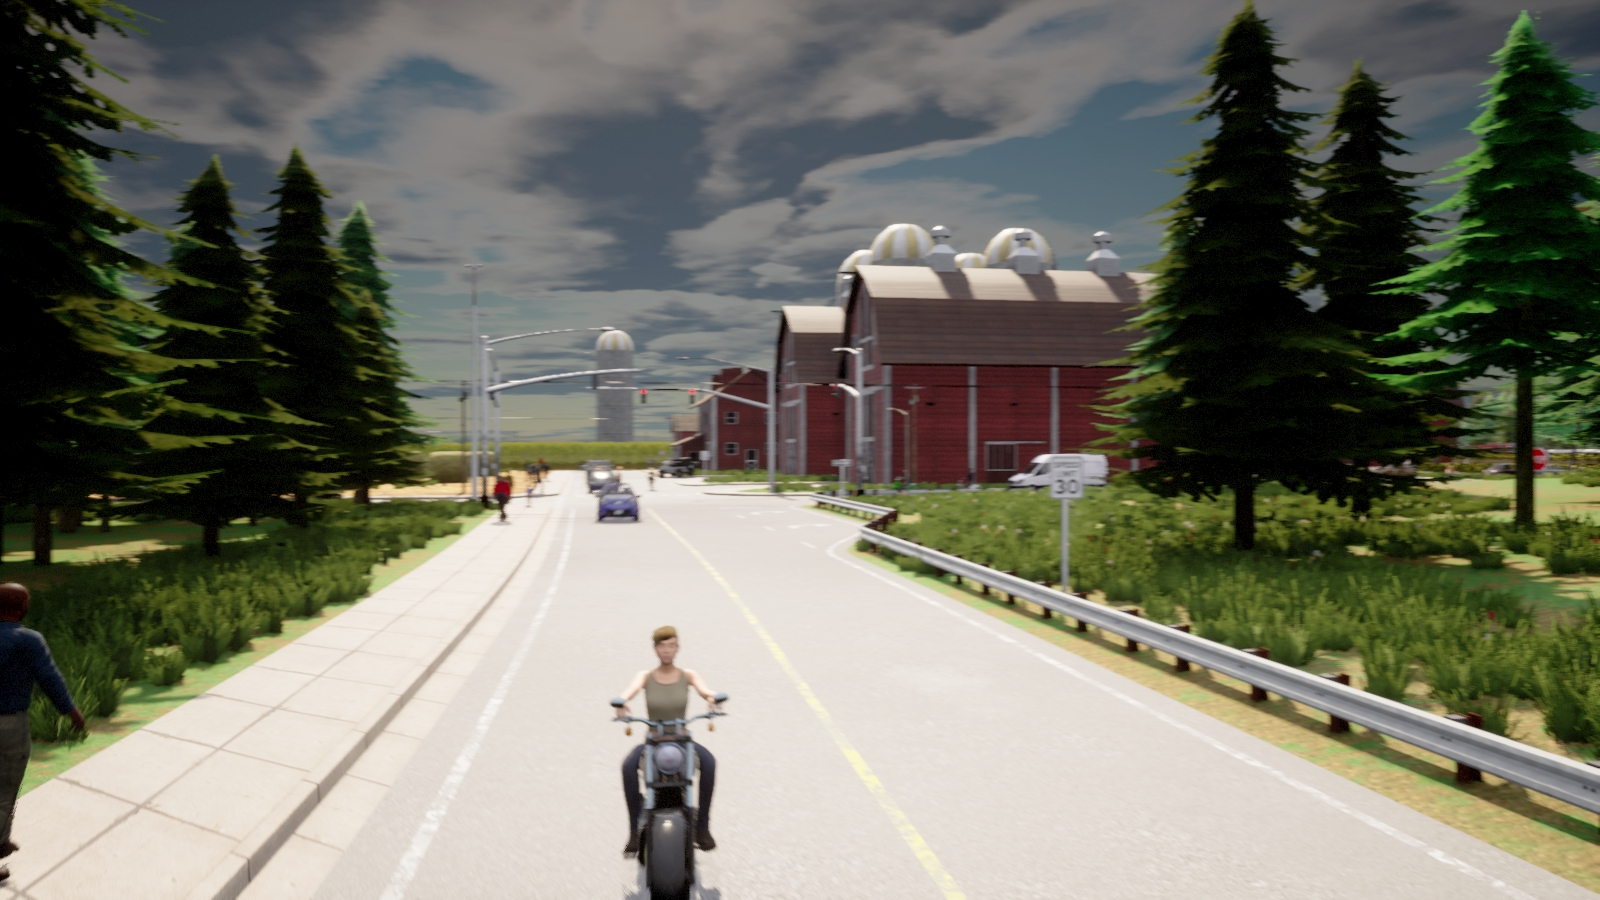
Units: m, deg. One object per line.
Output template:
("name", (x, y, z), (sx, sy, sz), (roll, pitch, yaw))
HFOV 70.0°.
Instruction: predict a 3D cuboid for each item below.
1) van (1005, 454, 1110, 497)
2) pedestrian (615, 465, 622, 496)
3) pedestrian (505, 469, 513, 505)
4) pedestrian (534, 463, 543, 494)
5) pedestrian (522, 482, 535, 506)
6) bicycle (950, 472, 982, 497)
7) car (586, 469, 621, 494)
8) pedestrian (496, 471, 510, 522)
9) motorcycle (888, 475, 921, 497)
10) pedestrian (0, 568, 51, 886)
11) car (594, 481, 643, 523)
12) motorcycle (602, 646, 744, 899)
("van", (15.601, 1.510, 69.428), (5.915, 2.561, 1.988), (0, 0, -10))
("pedestrian", (-11.013, 1.849, 69.394), (0.375, 1.860, 0.375), (0, 0, -8))
("pedestrian", (-14.824, 1.879, 58.190), (0.375, 1.860, 0.375), (0, 0, -7))
("pedestrian", (-15.750, 1.709, 68.751), (0.375, 1.860, 0.375), (0, 0, 17))
("pedestrian", (-12.737, 2.076, 53.644), (0.500, 1.100, 0.500), (0, 0, -2))
("bicycle", (9.948, 2.046, 68.467), (1.835, 1.471, 0.329), (0, 0, -10))
("car", (-12.972, 2.064, 75.202), (2.163, 1.488, 4.792), (0, 0, -11))
("pedestrian", (-10.858, 1.692, 41.773), (0.375, 1.860, 0.375), (0, 0, 8))
("motorcycle", (6.195, 2.134, 67.798), (1.805, 1.316, 0.856), (0, 0, -10))
("pedestrian", (-4.924, 1.679, 7.028), (0.375, 1.860, 0.375), (0, 0, 3))
("car", (-7.244, 2.027, 45.458), (1.845, 1.501, 3.633), (0, 0, -10))
("motorcycle", (-0.848, 2.130, 7.371), (0.764, 1.307, 2.356), (0, 0, -8))
